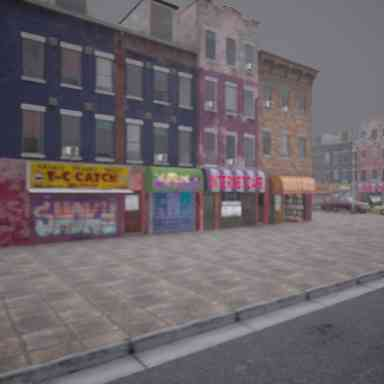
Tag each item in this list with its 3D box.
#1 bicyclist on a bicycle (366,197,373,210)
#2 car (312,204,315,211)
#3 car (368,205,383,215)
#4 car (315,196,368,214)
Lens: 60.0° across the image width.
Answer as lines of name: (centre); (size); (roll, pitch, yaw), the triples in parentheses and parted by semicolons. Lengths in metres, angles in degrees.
bicyclist on a bicycle: (20.974, 1.390, 39.291); (1.656, 1.620, 0.582); (0, 0, -36)
car: (13.252, 1.672, 40.378); (1.802, 1.307, 4.206); (0, 0, -36)
car: (19.696, 1.587, 31.373); (1.752, 1.417, 4.829); (0, 0, -36)
car: (16.424, 1.391, 35.945); (2.192, 1.841, 5.009); (0, 0, -36)
